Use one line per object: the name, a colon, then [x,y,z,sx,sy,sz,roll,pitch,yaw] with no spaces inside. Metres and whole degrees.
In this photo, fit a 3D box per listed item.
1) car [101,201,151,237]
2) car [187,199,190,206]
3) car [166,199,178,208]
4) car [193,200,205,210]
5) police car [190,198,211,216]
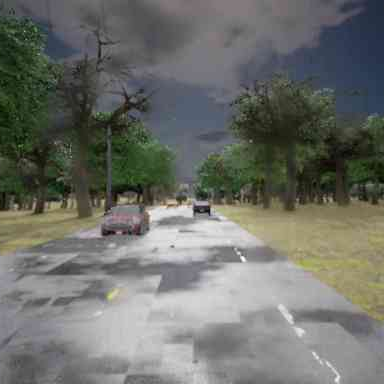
car: [-3.595,1.437,18.677,2.097,1.767,4.553,0,0,0]
car: [0.011,2.096,69.741,1.882,1.535,5.008,0,-1,0]
car: [-3.533,2.065,59.362,1.882,1.535,5.008,0,-1,1]
car: [1.058,2.003,52.104,1.812,1.442,4.674,0,-1,0]
police car: [1.056,1.678,36.215,1.930,1.638,5.238,0,-1,0]
